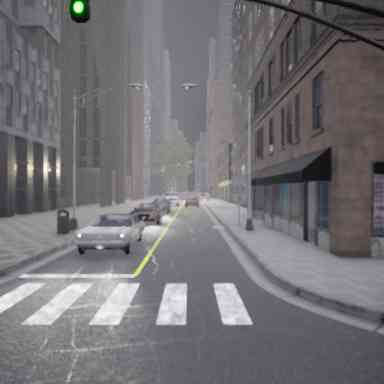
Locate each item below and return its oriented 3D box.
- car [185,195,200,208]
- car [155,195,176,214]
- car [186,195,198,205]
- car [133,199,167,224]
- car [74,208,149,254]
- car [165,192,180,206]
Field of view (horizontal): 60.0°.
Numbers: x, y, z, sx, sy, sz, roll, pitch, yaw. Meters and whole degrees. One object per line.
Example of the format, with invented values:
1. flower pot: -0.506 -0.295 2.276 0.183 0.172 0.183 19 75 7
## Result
1. car: 0.012 1.285 44.407 2.128 1.511 4.902 0 0 0
2. car: -3.082 1.332 33.759 2.128 1.511 4.902 0 0 0
3. car: 0.013 1.265 54.830 1.812 1.442 4.674 0 0 0
4. car: -3.093 1.455 23.334 1.994 1.385 4.181 0 0 0
5. car: -3.084 1.540 13.325 1.895 1.301 4.718 0 0 0
6. car: -2.992 0.982 48.613 2.150 2.045 5.566 0 0 0
